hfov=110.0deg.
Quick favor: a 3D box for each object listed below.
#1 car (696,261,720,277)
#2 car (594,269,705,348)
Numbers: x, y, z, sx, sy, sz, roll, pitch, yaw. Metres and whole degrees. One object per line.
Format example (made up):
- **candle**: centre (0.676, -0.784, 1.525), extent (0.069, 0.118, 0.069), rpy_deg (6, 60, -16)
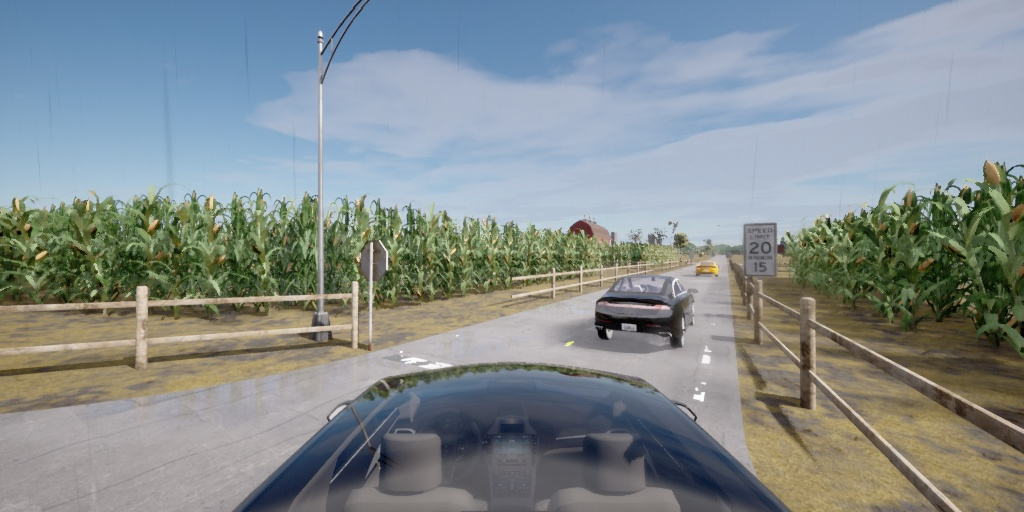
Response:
- **car**: centre (19.732, 1.244, 36.181), extent (1.882, 1.535, 5.008), rpy_deg (0, 0, 31)
- **car**: centre (3.638, 1.244, 9.410), extent (2.128, 1.511, 4.902), rpy_deg (0, 0, 31)
